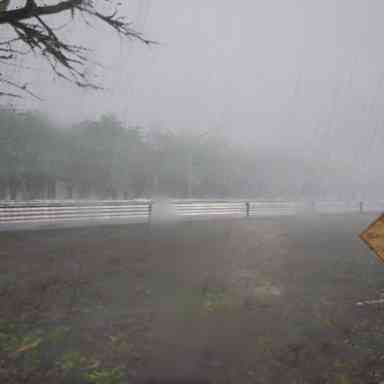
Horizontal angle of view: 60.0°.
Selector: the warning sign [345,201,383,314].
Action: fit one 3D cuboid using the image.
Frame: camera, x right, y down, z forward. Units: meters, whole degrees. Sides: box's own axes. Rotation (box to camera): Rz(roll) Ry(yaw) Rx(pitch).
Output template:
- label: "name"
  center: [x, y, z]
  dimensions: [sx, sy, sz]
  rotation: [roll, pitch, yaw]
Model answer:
- label: "warning sign"
  center: [3.629, 1.112, 5.904]
  dimensions: [1.060, 1.860, 1.300]
  rotation: [0, 0, -35]
